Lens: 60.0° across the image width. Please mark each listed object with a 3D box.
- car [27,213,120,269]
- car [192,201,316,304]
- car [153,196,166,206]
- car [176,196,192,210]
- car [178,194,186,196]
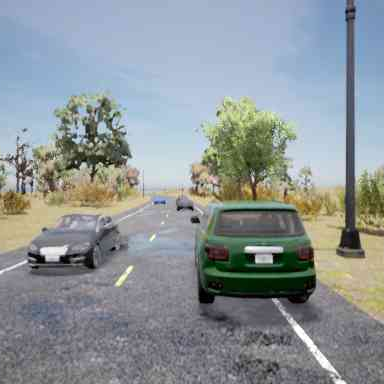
[{"bbox_3d":[-3.692,1.478,11.169,2.128,1.511,4.902,0,0,-1],"label":"car"},{"bbox_3d":[1.183,1.214,8.272,2.150,2.045,5.566,0,0,-1],"label":"car"},{"bbox_3d":[-5.239,1.373,54.196,1.882,1.535,5.008,0,0,-3],"label":"car"},{"bbox_3d":[-0.877,1.488,41.120,1.994,1.385,4.181,0,0,-2],"label":"car"},{"bbox_3d":[-1.569,1.247,53.840,2.097,1.767,4.553,0,0,-3],"label":"car"}]
